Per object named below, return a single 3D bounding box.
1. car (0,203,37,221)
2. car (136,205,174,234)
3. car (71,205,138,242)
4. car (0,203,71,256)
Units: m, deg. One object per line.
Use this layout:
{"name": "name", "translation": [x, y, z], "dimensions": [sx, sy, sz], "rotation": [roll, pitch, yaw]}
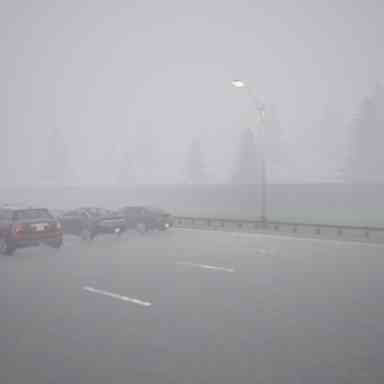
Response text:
{"name": "car", "translation": [-14.993, 1.595, 27.506], "dimensions": [4.718, 1.301, 1.895], "rotation": [0, 0, 36]}
{"name": "car", "translation": [-3.294, 1.504, 19.173], "dimensions": [4.892, 1.490, 1.837], "rotation": [0, 0, 36]}
{"name": "car", "translation": [-5.301, 1.489, 16.307], "dimensions": [4.902, 1.511, 2.128], "rotation": [0, 0, 36]}
{"name": "car", "translation": [-7.265, 1.349, 13.408], "dimensions": [4.553, 1.767, 2.097], "rotation": [0, 0, 36]}
